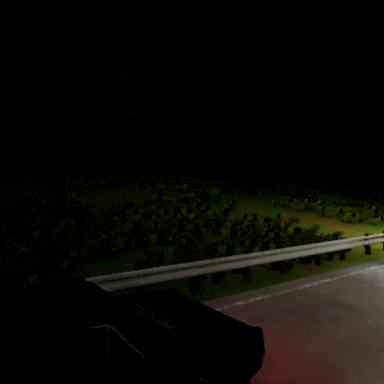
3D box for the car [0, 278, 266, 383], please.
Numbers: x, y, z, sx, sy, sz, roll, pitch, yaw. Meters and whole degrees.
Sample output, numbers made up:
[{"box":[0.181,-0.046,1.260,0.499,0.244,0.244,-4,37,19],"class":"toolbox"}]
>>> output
[{"box":[-1.648,1.600,2.813,4.718,1.301,1.895,0,0,-35],"class":"car"}]
